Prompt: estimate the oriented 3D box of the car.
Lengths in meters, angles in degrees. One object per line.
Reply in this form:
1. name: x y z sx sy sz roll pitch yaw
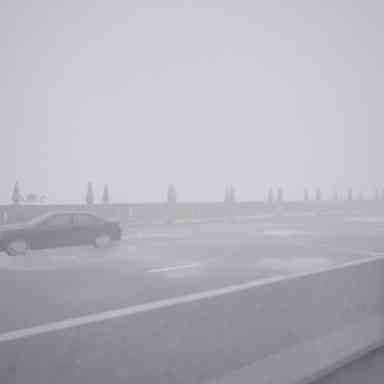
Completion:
1. car: -5.239 1.493 13.147 5.008 1.535 1.882 0 0 -35
